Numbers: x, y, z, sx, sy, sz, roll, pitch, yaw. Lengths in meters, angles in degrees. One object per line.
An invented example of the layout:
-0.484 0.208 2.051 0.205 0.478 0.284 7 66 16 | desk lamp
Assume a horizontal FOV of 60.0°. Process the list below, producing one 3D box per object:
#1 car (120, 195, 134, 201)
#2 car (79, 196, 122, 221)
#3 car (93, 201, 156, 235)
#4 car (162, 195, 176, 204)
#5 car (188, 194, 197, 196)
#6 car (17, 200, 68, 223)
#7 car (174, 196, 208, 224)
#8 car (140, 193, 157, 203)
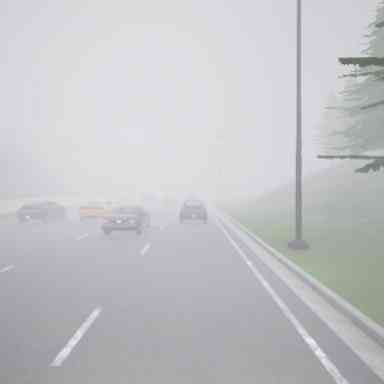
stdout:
-10.474 1.157 52.291 2.033 1.411 5.357 0 0 2 | car
-6.904 1.290 24.993 1.882 1.535 5.008 0 0 0 | car
-3.403 1.412 17.976 2.033 1.411 5.357 0 0 0 | car
-3.489 1.176 51.877 1.994 1.385 4.181 0 0 2 | car
0.036 1.118 51.857 1.837 1.490 4.892 0 1 3 | car
-10.403 1.329 23.476 1.837 1.490 4.892 0 0 0 | car
0.097 1.316 23.382 2.128 1.511 4.902 0 0 0 | car
-6.896 0.953 53.262 2.097 1.767 4.553 0 0 4 | car
